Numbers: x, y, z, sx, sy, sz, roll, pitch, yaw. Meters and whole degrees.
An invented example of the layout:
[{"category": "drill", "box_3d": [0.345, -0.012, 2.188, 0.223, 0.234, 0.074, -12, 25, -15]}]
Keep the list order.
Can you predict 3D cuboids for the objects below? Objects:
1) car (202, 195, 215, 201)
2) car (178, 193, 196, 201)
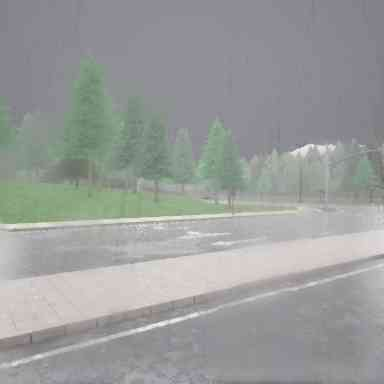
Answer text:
[{"category": "car", "box_3d": [4.486, 1.463, 84.469, 2.128, 1.511, 4.902, 0, 0, -35]}, {"category": "car", "box_3d": [-1.228, 1.163, 80.426, 2.150, 2.045, 5.566, 0, 0, -35]}]
